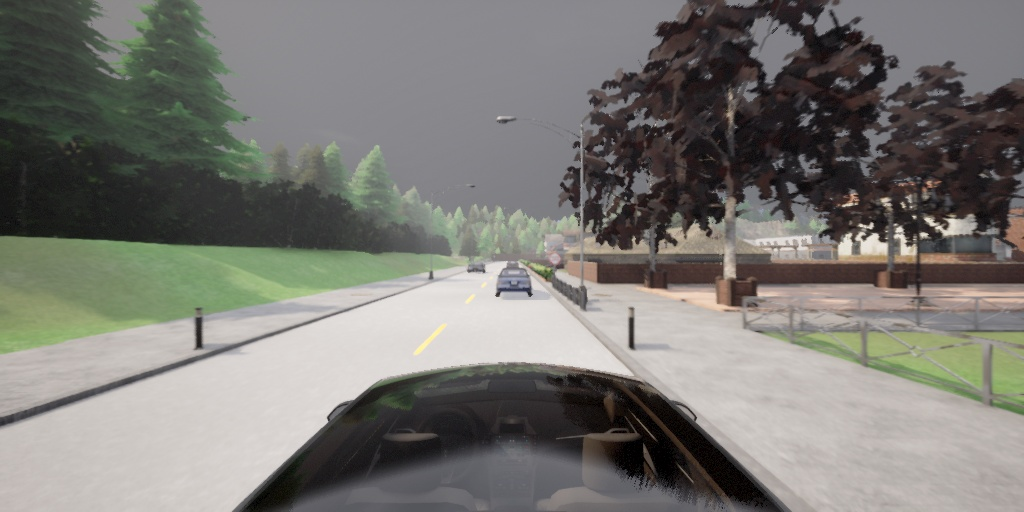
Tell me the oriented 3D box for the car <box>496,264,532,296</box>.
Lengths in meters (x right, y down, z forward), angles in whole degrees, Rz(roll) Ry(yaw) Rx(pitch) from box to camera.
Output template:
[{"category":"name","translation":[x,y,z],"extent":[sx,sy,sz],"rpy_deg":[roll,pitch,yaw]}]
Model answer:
[{"category":"car","translation":[0.099,1.326,19.535],"extent":[2.033,1.411,5.357],"rpy_deg":[0,0,0]}]

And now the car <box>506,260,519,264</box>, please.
[{"category":"car","translation":[0.099,1.382,54.391],"extent":[2.033,1.411,5.357],"rpy_deg":[0,0,0]}]

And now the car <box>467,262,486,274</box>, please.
[{"category":"car","translation":[-4.086,1.379,42.222],"extent":[1.994,1.385,4.181],"rpy_deg":[0,0,0]}]
